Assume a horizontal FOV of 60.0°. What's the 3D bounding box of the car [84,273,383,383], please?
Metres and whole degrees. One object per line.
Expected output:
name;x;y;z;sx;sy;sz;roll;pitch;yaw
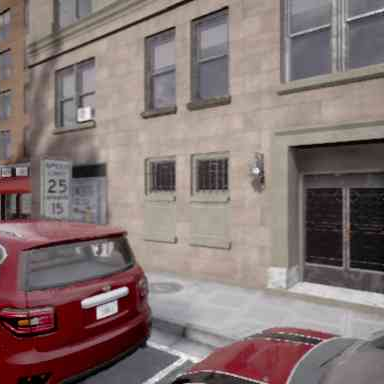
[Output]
car;1.569;1.441;1.730;4.097;1.590;1.967;0;0;35

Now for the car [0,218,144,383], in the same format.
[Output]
car;-2.833;1.314;4.870;5.009;1.841;2.192;0;0;35
